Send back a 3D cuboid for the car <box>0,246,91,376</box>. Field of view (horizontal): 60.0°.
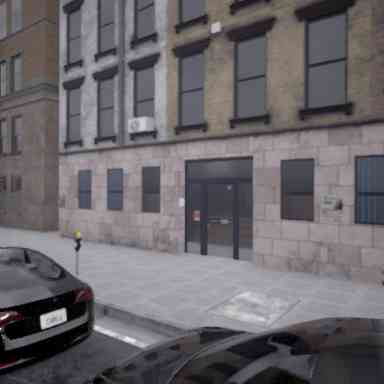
[{"bbox_3d":[-3.346,1.538,5.187,4.313,1.339,1.947,0,0,35],"label":"car"}]

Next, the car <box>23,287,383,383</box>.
[{"bbox_3d":[1.065,1.565,2.050,4.313,1.339,1.947,0,0,35],"label":"car"}]
